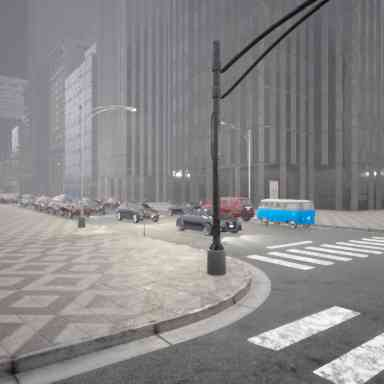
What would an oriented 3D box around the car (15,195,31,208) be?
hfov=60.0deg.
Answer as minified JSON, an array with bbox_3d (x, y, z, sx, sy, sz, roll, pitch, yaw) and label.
[{"bbox_3d":[-24.117,1.563,48.777,2.008,1.369,4.403,0,0,-36],"label":"car"}]

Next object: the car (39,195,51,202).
[{"bbox_3d":[-33.977,1.483,76.726,1.752,1.417,4.829,0,0,-35],"label":"car"}]

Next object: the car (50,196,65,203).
[{"bbox_3d":[-27.306,1.513,67.589,1.752,1.417,4.829,0,0,-36],"label":"car"}]

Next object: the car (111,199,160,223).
[{"bbox_3d":[-4.307,1.538,26.028,1.837,1.490,4.892,0,0,-36],"label":"car"}]

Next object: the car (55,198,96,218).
[{"bbox_3d":[-10.806,1.572,30.566,1.887,1.381,4.507,0,0,-36],"label":"car"}]

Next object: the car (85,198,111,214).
[{"bbox_3d":[-10.437,1.532,34.427,1.837,1.490,4.892,0,0,-36],"label":"car"}]

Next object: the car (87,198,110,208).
[{"bbox_3d":[-13.893,1.603,49.237,1.802,1.307,4.206,0,0,-36],"label":"car"}]

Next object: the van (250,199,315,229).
[{"bbox_3d":[6.077,1.379,21.916,1.690,1.788,3.998,0,0,-36],"label":"van"}]

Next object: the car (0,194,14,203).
[{"bbox_3d":[-37.429,1.287,66.990,2.192,1.841,5.009,0,0,-36],"label":"car"}]

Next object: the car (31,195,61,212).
[{"bbox_3d":[-17.462,1.461,39.672,1.967,1.590,4.097,0,0,-36],"label":"car"}]

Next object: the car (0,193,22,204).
[{"bbox_3d":[-34.101,1.300,62.436,2.192,1.841,5.009,0,0,-36],"label":"car"}]

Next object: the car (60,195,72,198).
[{"bbox_3d":[-20.444,1.577,53.355,1.994,1.385,4.181,0,0,-36],"label":"car"}]

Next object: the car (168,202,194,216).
[{"bbox_3d":[-0.580,1.600,31.024,1.947,1.339,4.313,0,0,-36],"label":"car"}]

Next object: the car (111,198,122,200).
[{"bbox_3d":[-10.564,1.465,44.683,1.967,1.590,4.097,0,0,-36],"label":"car"}]

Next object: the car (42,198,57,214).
[{"bbox_3d":[-14.134,1.606,35.119,1.802,1.307,4.206,0,0,-36],"label":"car"}]

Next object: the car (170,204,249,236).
[{"bbox_3d":[0.878,1.600,18.932,1.994,1.385,4.181,0,0,-36],"label":"car"}]

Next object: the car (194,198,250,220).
[{"bbox_3d":[2.748,1.352,26.470,2.192,1.841,5.009,0,0,-36],"label":"car"}]
